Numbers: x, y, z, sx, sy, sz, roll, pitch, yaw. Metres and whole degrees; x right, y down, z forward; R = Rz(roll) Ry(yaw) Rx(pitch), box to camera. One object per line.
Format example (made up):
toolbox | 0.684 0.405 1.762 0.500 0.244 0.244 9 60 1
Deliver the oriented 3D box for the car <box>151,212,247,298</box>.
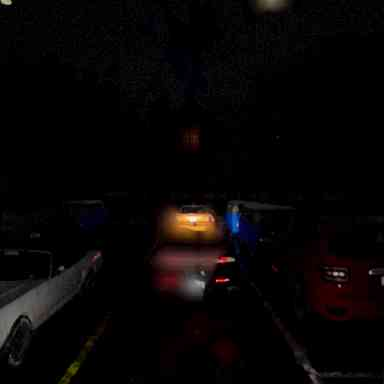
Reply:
car | 0.086 1.488 8.508 2.128 1.511 4.902 0 0 0

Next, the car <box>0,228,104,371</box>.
car | -3.086 1.598 5.803 1.895 1.301 4.718 0 0 0

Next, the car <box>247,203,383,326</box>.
car | 2.749 1.312 6.988 2.192 1.841 5.009 0 0 0

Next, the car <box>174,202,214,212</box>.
car | 0.104 1.346 17.557 2.097 1.767 4.553 0 0 1

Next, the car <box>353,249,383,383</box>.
car | 2.760 1.439 1.550 1.967 1.590 4.097 0 0 0

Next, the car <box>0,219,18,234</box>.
car | -5.776 1.523 6.801 1.752 1.417 4.829 0 0 0

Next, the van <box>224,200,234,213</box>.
van | 2.727 1.335 17.863 1.690 1.788 3.998 0 0 0

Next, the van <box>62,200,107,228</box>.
van | -5.798 1.335 17.846 1.690 1.788 3.998 0 0 0

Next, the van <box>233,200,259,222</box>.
van | 2.738 1.336 12.425 1.690 1.788 3.998 0 0 0

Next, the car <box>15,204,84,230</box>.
car | -5.787 1.435 12.408 1.967 1.590 4.097 0 0 0
